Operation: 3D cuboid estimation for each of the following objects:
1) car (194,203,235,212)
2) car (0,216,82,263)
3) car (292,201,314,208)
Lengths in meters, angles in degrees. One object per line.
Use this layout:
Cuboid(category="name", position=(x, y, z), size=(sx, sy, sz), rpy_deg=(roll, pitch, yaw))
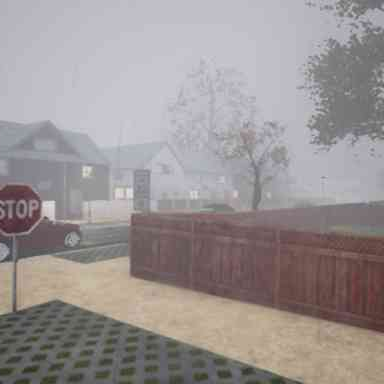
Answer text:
Cuboid(category="car", position=(1.914, 1.638, 27.815), size=(1.812, 1.442, 4.674), rpy_deg=(1, 0, 37))
Cuboid(category="car", position=(-6.183, 1.448, 11.999), size=(1.882, 1.535, 5.008), rpy_deg=(-1, -1, 24))
Cuboid(category="car", position=(15.107, 1.886, 45.298), size=(1.994, 1.385, 4.181), rpy_deg=(1, 0, 37))
